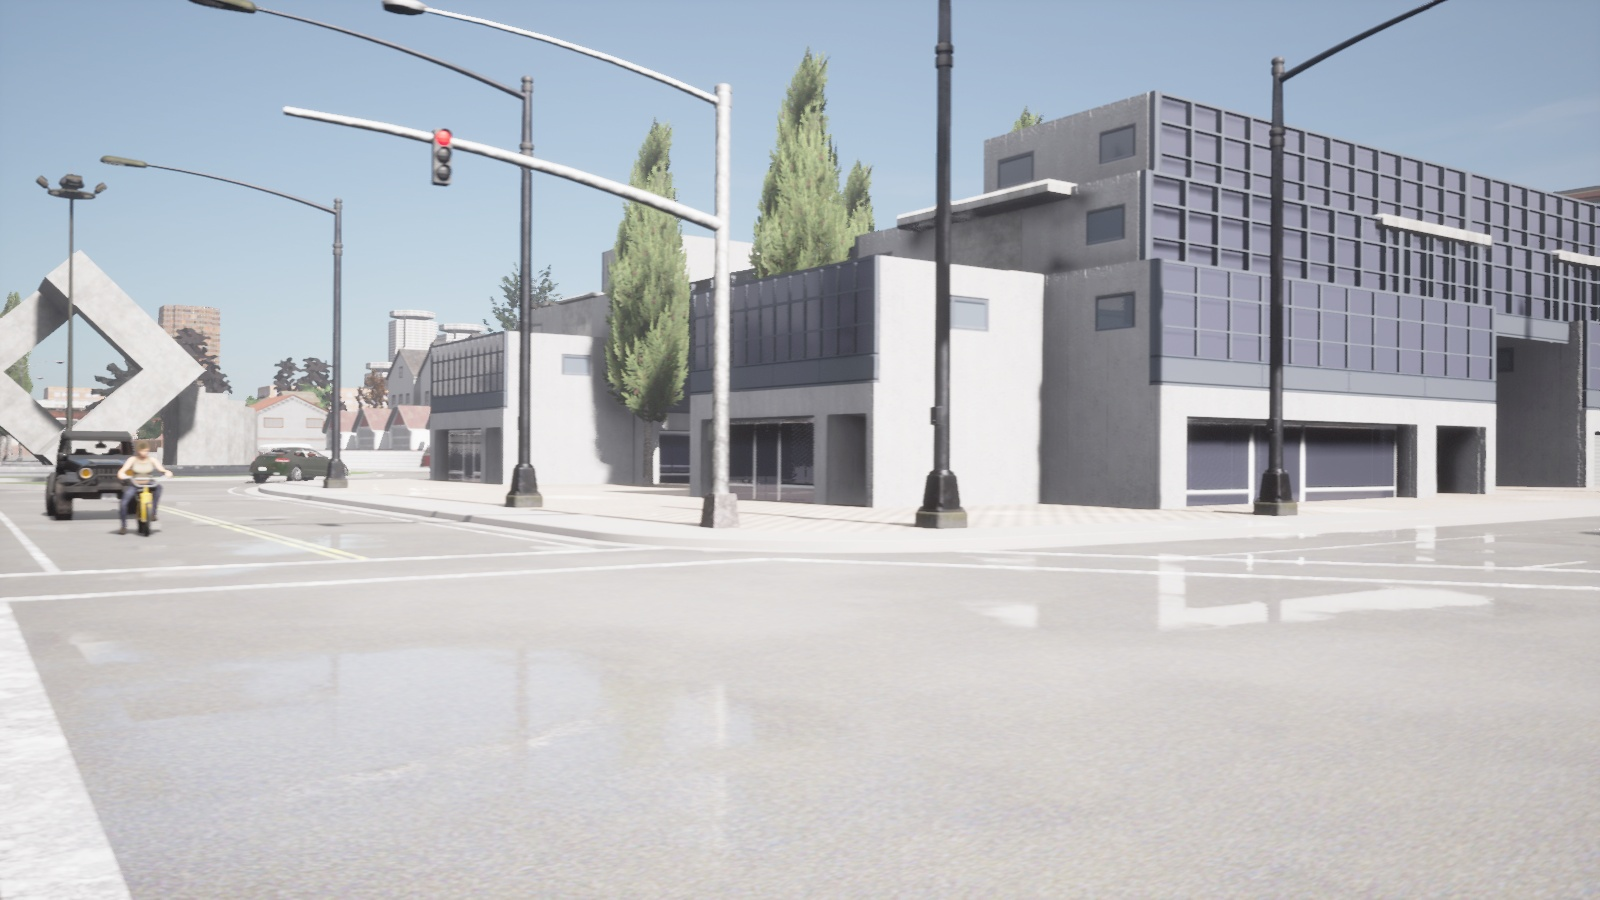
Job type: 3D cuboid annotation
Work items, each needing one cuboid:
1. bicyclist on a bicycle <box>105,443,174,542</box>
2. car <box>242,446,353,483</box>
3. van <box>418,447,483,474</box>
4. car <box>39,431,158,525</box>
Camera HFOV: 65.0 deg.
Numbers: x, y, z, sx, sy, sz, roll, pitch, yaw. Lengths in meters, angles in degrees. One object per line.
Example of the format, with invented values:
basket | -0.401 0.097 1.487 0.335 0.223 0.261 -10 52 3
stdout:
bicyclist on a bicycle | -11.286 0.700 21.436 0.866 1.612 1.509 0 0 -34
car | -23.374 0.659 58.627 2.152 1.651 5.027 0 0 17
van | -25.294 0.758 90.929 4.442 1.987 1.775 0 0 -13
car | -15.276 0.572 27.260 1.905 1.878 3.866 0 0 -35
